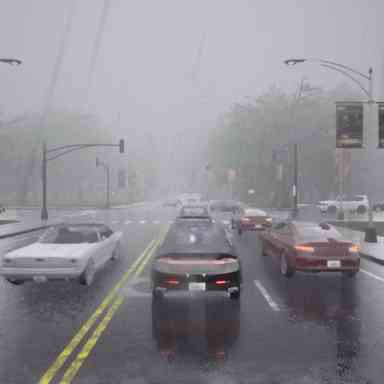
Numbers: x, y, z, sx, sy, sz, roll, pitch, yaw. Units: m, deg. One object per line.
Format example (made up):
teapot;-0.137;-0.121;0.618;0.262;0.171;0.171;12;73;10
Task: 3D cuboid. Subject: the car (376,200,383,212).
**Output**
car;23.958;1.684;40.817;5.008;1.535;1.882;0;0;0

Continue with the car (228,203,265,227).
car;3.342;1.550;18.947;1.812;1.442;4.674;0;0;1

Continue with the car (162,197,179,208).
car;-3.380;1.700;49.842;1.994;1.385;4.181;0;0;-1

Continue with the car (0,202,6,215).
car;-20.171;1.216;30.492;5.566;2.045;2.150;0;0;-1

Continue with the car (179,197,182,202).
car;-3.321;1.806;68.860;2.033;1.411;5.357;0;-1;0

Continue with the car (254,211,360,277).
car;3.336;1.530;10.138;1.812;1.442;4.674;0;0;0

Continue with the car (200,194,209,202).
car;3.169;1.622;82.534;2.150;2.045;5.566;0;-1;0

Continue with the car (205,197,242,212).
car;4.326;1.574;35.437;4.902;1.511;2.128;0;0;24

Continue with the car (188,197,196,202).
car;-0.081;1.873;82.464;1.882;1.535;5.008;0;-1;0

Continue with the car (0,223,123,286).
car;-3.360;1.604;9.548;1.895;1.301;4.718;0;0;0

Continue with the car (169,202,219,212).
car;0.084;1.513;17.829;2.128;1.511;4.902;0;0;0

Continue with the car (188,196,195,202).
car;-0.093;1.942;92.918;1.994;1.385;4.181;0;-1;0

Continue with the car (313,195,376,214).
car;17.070;1.389;37.512;5.566;2.045;2.150;0;0;-1

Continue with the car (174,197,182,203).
car;-3.328;1.888;79.217;1.812;1.442;4.674;0;-1;0

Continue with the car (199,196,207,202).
car;3.157;1.929;92.921;2.033;1.411;5.357;0;-1;0

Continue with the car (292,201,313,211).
car;14.826;1.762;40.736;4.718;1.301;1.895;0;0;0

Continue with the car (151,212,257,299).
car;0.092;1.494;8.421;2.128;1.511;4.902;0;0;0
